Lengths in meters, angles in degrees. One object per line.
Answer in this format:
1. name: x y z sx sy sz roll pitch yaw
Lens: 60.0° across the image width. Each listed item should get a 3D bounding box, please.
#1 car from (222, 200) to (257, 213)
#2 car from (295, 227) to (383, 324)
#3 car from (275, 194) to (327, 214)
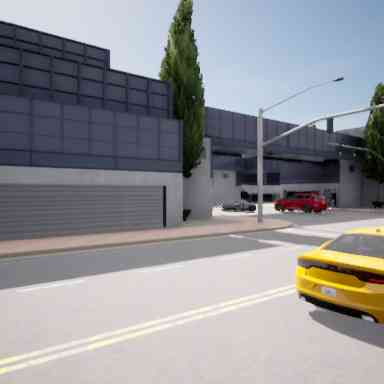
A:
1. car: 5.254 1.543 37.164 1.994 1.385 4.181 0 0 -37
2. car: 4.252 1.472 6.880 5.008 1.535 1.882 0 0 -36
3. car: 11.454 1.197 35.258 2.150 2.045 5.566 0 0 -38
